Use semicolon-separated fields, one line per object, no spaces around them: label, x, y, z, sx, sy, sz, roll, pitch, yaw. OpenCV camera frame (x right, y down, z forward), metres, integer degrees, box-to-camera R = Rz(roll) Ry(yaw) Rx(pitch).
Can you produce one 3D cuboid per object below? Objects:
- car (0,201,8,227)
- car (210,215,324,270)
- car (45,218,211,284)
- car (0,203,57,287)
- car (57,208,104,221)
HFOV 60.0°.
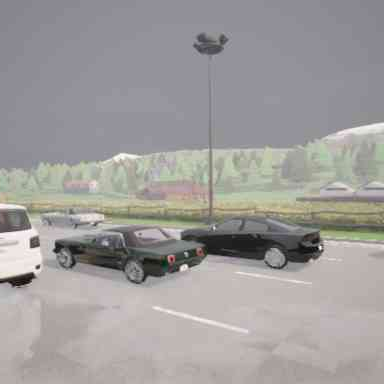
car;-15.094;1.520;23.318;4.553;1.767;2.097;-1;0;35
car;1.800;1.514;11.310;5.008;1.535;1.882;0;0;36
car;-2.009;1.650;9.728;4.718;1.301;1.895;0;0;36
car;-6.006;1.286;8.280;5.566;2.045;2.150;0;0;36
car;-8.247;1.734;22.765;4.718;1.301;1.895;0;0;35
